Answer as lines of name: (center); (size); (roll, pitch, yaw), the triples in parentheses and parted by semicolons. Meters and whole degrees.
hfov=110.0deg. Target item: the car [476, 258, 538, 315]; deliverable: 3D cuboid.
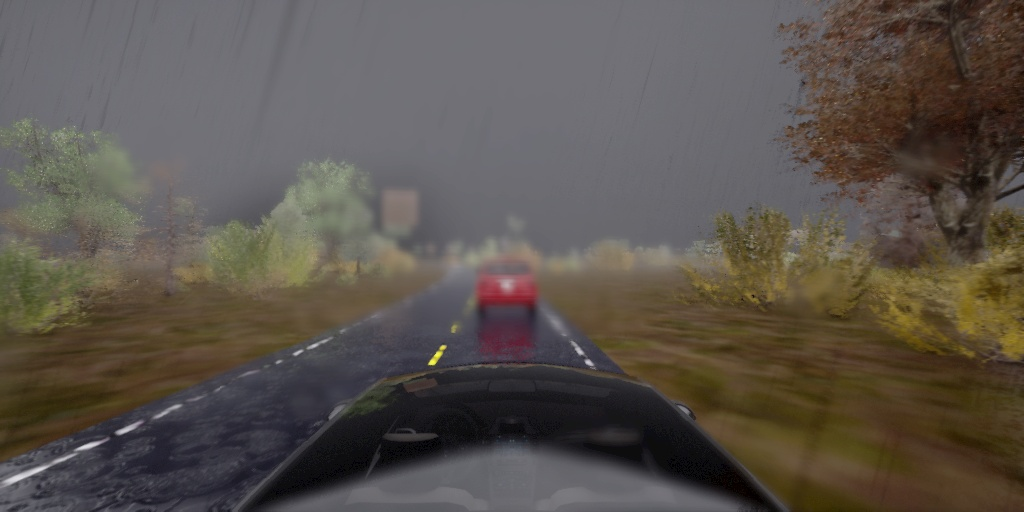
car: (-0.249, 1.107, 14.487); (2.150, 2.045, 5.566); (0, 0, -2)
